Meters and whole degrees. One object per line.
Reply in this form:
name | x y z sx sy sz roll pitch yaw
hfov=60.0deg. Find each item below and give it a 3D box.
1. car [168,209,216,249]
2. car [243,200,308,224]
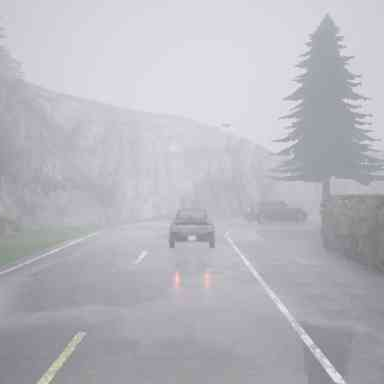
car | 0.000 1.495 14.650 2.128 1.511 4.902 0 0 0
car | 6.148 1.366 24.404 4.553 1.767 2.097 0 0 -16
